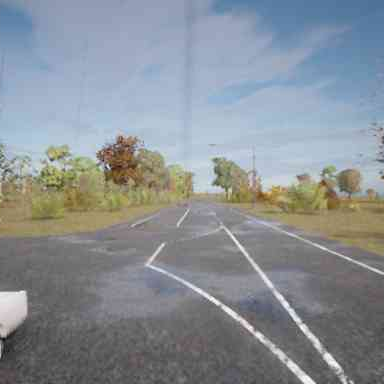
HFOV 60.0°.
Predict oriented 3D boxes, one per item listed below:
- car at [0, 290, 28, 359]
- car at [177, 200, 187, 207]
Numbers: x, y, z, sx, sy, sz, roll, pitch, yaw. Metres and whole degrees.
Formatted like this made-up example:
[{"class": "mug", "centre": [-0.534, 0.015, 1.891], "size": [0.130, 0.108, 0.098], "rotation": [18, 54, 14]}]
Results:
[{"class": "car", "centre": [-3.411, 1.654, 2.727], "size": [1.895, 1.301, 4.718], "rotation": [0, -1, 1]}, {"class": "car", "centre": [-2.028, 2.325, 68.355], "size": [1.882, 1.535, 5.008], "rotation": [0, -1, 1]}]
